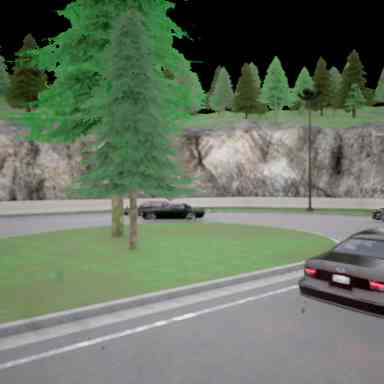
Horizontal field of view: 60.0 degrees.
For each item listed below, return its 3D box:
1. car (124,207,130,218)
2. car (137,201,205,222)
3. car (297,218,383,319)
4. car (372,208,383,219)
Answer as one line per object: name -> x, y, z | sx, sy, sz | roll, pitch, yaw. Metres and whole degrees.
car -> -3.397, 1.441, 28.095 | 5.357, 1.411, 2.033 | 0, 0, -11
car -> -1.417, 1.497, 24.738 | 4.718, 1.301, 1.895 | 0, 0, 1
car -> 4.473, 1.488, 7.115 | 5.357, 1.411, 2.033 | -1, 0, -38
car -> 14.099, 1.378, 21.805 | 1.994, 1.385, 4.181 | 0, 0, -22
